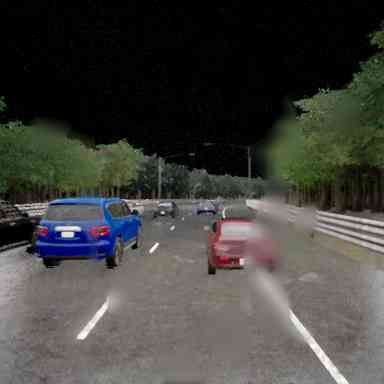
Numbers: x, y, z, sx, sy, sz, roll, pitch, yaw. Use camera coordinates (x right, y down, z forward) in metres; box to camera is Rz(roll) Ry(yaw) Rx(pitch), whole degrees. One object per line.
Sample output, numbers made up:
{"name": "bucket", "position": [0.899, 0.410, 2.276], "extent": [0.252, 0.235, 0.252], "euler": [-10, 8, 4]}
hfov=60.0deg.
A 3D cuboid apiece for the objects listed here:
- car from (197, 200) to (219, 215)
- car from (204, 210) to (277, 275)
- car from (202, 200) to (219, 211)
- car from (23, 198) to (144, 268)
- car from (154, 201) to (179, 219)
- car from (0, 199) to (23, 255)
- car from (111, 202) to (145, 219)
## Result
{"name": "car", "position": [1.663, 1.667, 35.571], "extent": [1.994, 1.385, 4.181], "euler": [0, -1, 7]}
{"name": "car", "position": [1.366, 1.516, 10.317], "extent": [1.812, 1.442, 4.674], "euler": [0, 0, 2]}
{"name": "car", "position": [2.596, 1.815, 45.359], "extent": [1.994, 1.385, 4.181], "euler": [0, -1, 7]}
{"name": "car", "position": [-3.197, 1.212, 11.452], "extent": [2.150, 2.045, 5.566], "euler": [0, 0, 2]}
{"name": "car", "position": [-2.243, 1.569, 29.743], "extent": [1.812, 1.442, 4.674], "euler": [0, 0, 4]}
{"name": "car", "position": [-6.720, 1.216, 10.470], "extent": [2.150, 2.045, 5.566], "euler": [0, 0, 1]}
{"name": "car", "position": [-5.712, 1.651, 30.363], "extent": [1.895, 1.301, 4.718], "euler": [0, 0, 4]}
